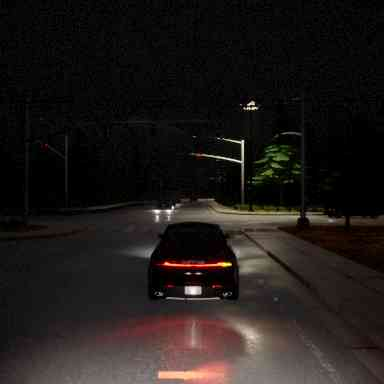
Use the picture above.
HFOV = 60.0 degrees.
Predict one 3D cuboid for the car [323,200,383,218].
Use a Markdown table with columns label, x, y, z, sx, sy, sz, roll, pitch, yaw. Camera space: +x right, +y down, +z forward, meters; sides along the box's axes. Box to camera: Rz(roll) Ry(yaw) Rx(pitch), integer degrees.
| label | x | y | z | sx | sy | sz | roll | pitch | yaw |
| --- | --- | --- | --- | --- | --- | --- | --- | --- | --- |
| car | 14.265 | 1.504 | 29.508 | 5.008 | 1.535 | 1.882 | 0 | 0 | 1 |

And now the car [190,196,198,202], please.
| label | x | y | z | sx | sy | sz | roll | pitch | yaw |
| --- | --- | --- | --- | --- | --- | --- | --- | --- | --- |
| car | 0.400 | 1.540 | 78.180 | 2.033 | 1.411 | 5.357 | 0 | 0 | 2 |

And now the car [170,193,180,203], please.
| label | x | y | z | sx | sy | sz | roll | pitch | yaw |
| --- | --- | --- | --- | --- | --- | --- | --- | --- | --- |
| car | -3.488 | 1.221 | 65.375 | 2.150 | 2.045 | 5.566 | 0 | 0 | 1 |

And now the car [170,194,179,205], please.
| label | x | y | z | sx | sy | sz | roll | pitch | yaw |
| --- | --- | --- | --- | --- | --- | --- | --- | --- | --- |
| car | -3.626 | 1.547 | 54.744 | 2.033 | 1.411 | 5.357 | 0 | 0 | 0 |

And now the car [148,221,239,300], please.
| label | x | y | z | sx | sy | sz | roll | pitch | yaw |
| --- | --- | --- | --- | --- | --- | --- | --- | --- | --- |
| car | 0.041 | 1.501 | 8.354 | 1.837 | 1.490 | 4.892 | 0 | 0 | 0 |

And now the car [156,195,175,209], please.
| label | x | y | z | sx | sy | sz | roll | pitch | yaw |
| --- | --- | --- | --- | --- | --- | --- | --- | --- | --- |
| car | -3.634 | 1.505 | 44.297 | 1.837 | 1.490 | 4.892 | 0 | 0 | 0 |
